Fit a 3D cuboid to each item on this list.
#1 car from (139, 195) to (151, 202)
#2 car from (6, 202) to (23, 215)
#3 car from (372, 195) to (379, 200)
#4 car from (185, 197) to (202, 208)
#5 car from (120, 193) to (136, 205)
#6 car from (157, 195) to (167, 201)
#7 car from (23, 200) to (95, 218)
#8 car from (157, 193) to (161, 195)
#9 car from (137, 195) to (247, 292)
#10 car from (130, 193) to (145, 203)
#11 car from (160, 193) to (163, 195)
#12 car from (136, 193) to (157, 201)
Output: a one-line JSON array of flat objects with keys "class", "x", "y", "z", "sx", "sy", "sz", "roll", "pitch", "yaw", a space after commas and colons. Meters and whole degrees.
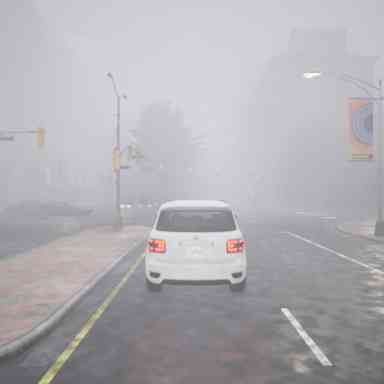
[{"class": "car", "x": -11.252, "y": 1.490, "z": 80.077, "sx": 2.128, "sy": 1.511, "sz": 4.902, "roll": 0, "pitch": 0, "yaw": 0}, {"class": "car", "x": -15.318, "y": 1.533, "z": 32.817, "sx": 5.357, "sy": 1.411, "sz": 2.033, "roll": 0, "pitch": 0, "yaw": -2}, {"class": "car", "x": 38.165, "y": 1.450, "z": 70.998, "sx": 2.231, "sy": 1.521, "sz": 4.892, "roll": 0, "pitch": 0, "yaw": 0}, {"class": "car", "x": 0.303, "y": 1.526, "z": 49.014, "sx": 2.033, "sy": 1.411, "sz": 5.357, "roll": 0, "pitch": 0, "yaw": 5}, {"class": "car", "x": -11.384, "y": 1.465, "z": 59.720, "sx": 2.128, "sy": 1.511, "sz": 4.902, "roll": 0, "pitch": 0, "yaw": 1}, {"class": "car", "x": -7.733, "y": 1.514, "z": 86.256, "sx": 1.994, "sy": 1.385, "sz": 4.181, "roll": 0, "pitch": 0, "yaw": 0}, {"class": "car", "x": -11.439, "y": 1.534, "z": 29.240, "sx": 5.357, "sy": 1.411, "sz": 2.033, "roll": 0, "pitch": 0, "yaw": 0}, {"class": "car", "x": -7.818, "y": 1.496, "z": 66.824, "sx": 1.812, "sy": 1.442, "sz": 4.674, "roll": 0, "pitch": 0, "yaw": 1}, {"class": "car", "x": 0.099, "y": 1.217, "z": 9.059, "sx": 2.150, "sy": 2.045, "sz": 5.566, "roll": 0, "pitch": 0, "yaw": 0}, {"class": "car", "x": -11.285, "y": 1.194, "z": 69.639, "sx": 2.150, "sy": 2.045, "sz": 5.566, "roll": 0, "pitch": 0, "yaw": 0}, {"class": "car", "x": -7.764, "y": 1.191, "z": 76.441, "sx": 2.150, "sy": 2.045, "sz": 5.566, "roll": 0, "pitch": 0, "yaw": 0}, {"class": "car", "x": -7.902, "y": 1.326, "z": 57.940, "sx": 2.097, "sy": 1.767, "sz": 4.553, "roll": 0, "pitch": 0, "yaw": 0}]
